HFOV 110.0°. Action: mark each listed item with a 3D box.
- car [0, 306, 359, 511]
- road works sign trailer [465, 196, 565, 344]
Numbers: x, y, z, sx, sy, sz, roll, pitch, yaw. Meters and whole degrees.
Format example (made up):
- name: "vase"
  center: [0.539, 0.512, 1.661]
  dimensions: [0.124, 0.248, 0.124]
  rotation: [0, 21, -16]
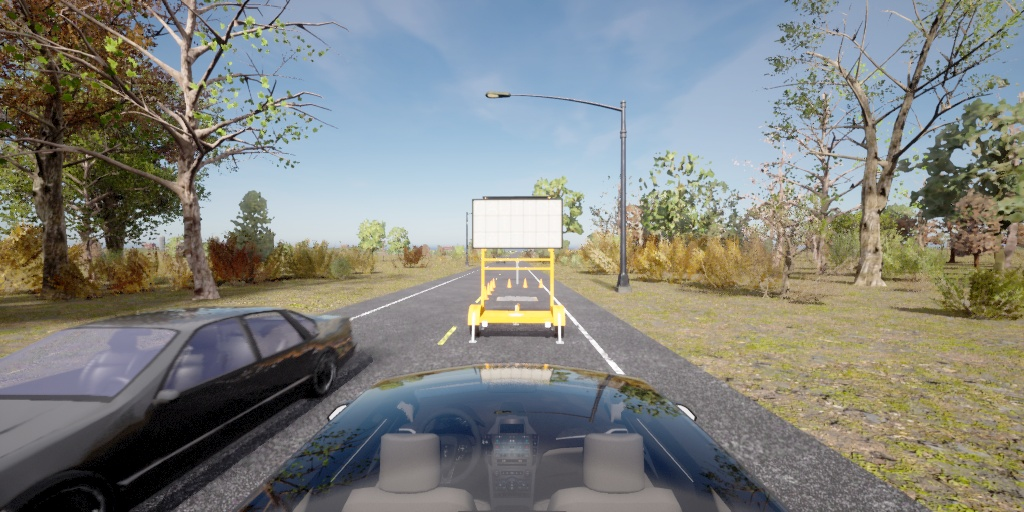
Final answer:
- name: "car"
  center: [-3.544, 1.297, 3.759]
  dimensions: [2.033, 1.411, 5.357]
  rotation: [0, 0, 1]
- name: "road works sign trailer"
  center: [0.148, 0.211, 9.626]
  dimensions: [2.380, 3.560, 2.880]
  rotation: [0, 0, 2]
